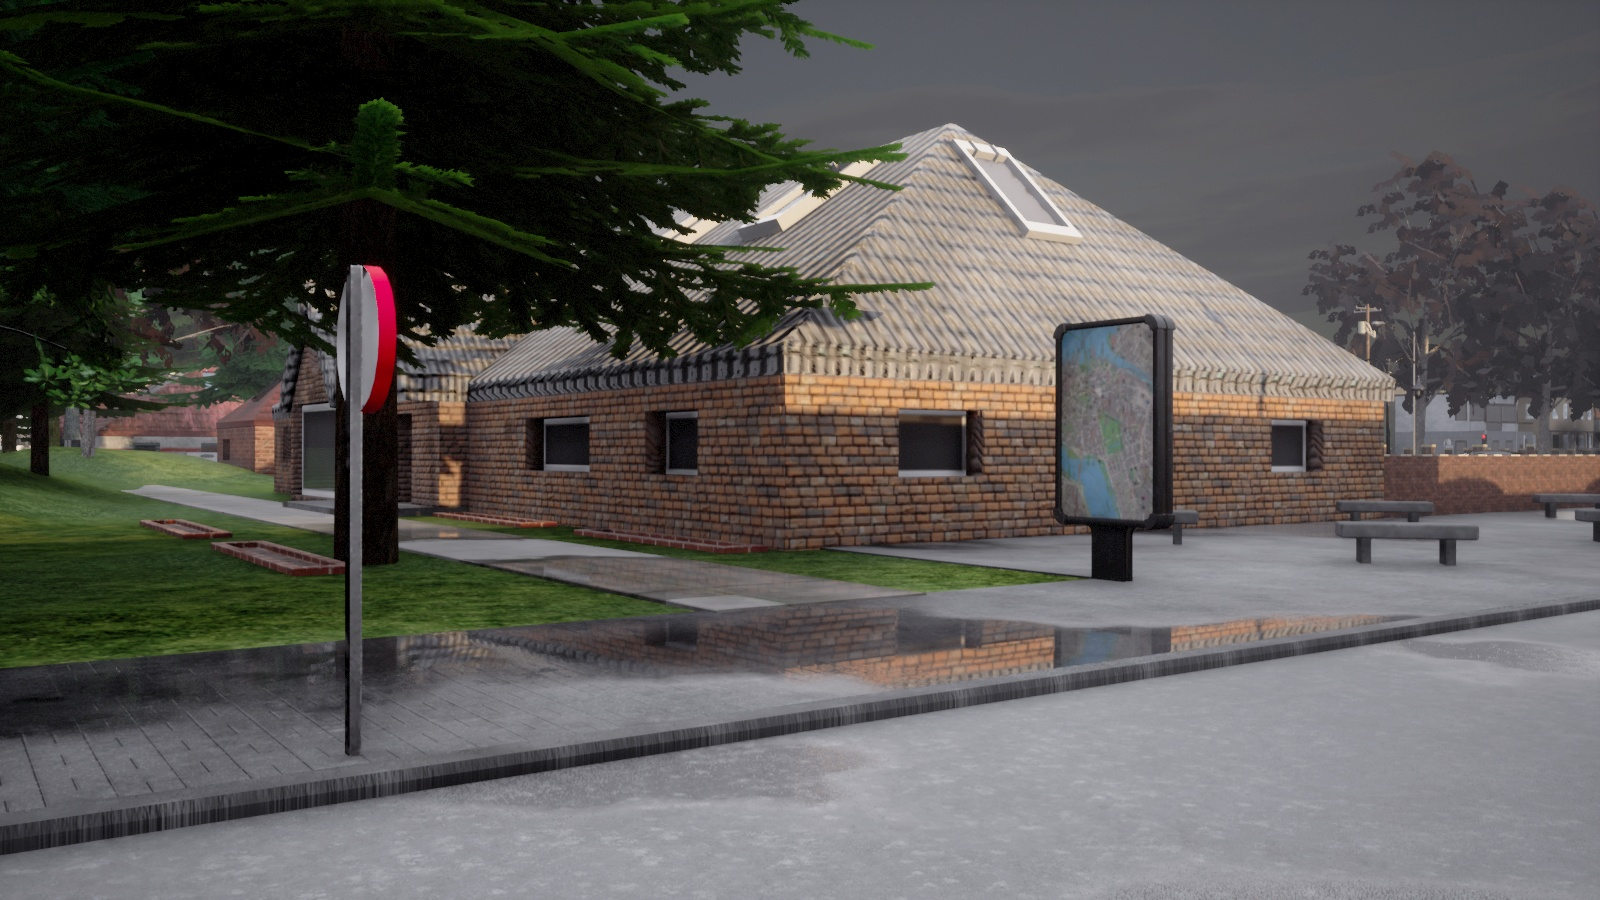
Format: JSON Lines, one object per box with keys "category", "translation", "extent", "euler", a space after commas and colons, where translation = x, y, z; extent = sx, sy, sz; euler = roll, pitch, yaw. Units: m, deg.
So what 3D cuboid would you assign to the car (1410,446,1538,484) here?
{"category": "car", "translation": [30.707, 0.655, 57.341], "extent": [2.242, 1.667, 4.611], "euler": [0, 0, -37]}
